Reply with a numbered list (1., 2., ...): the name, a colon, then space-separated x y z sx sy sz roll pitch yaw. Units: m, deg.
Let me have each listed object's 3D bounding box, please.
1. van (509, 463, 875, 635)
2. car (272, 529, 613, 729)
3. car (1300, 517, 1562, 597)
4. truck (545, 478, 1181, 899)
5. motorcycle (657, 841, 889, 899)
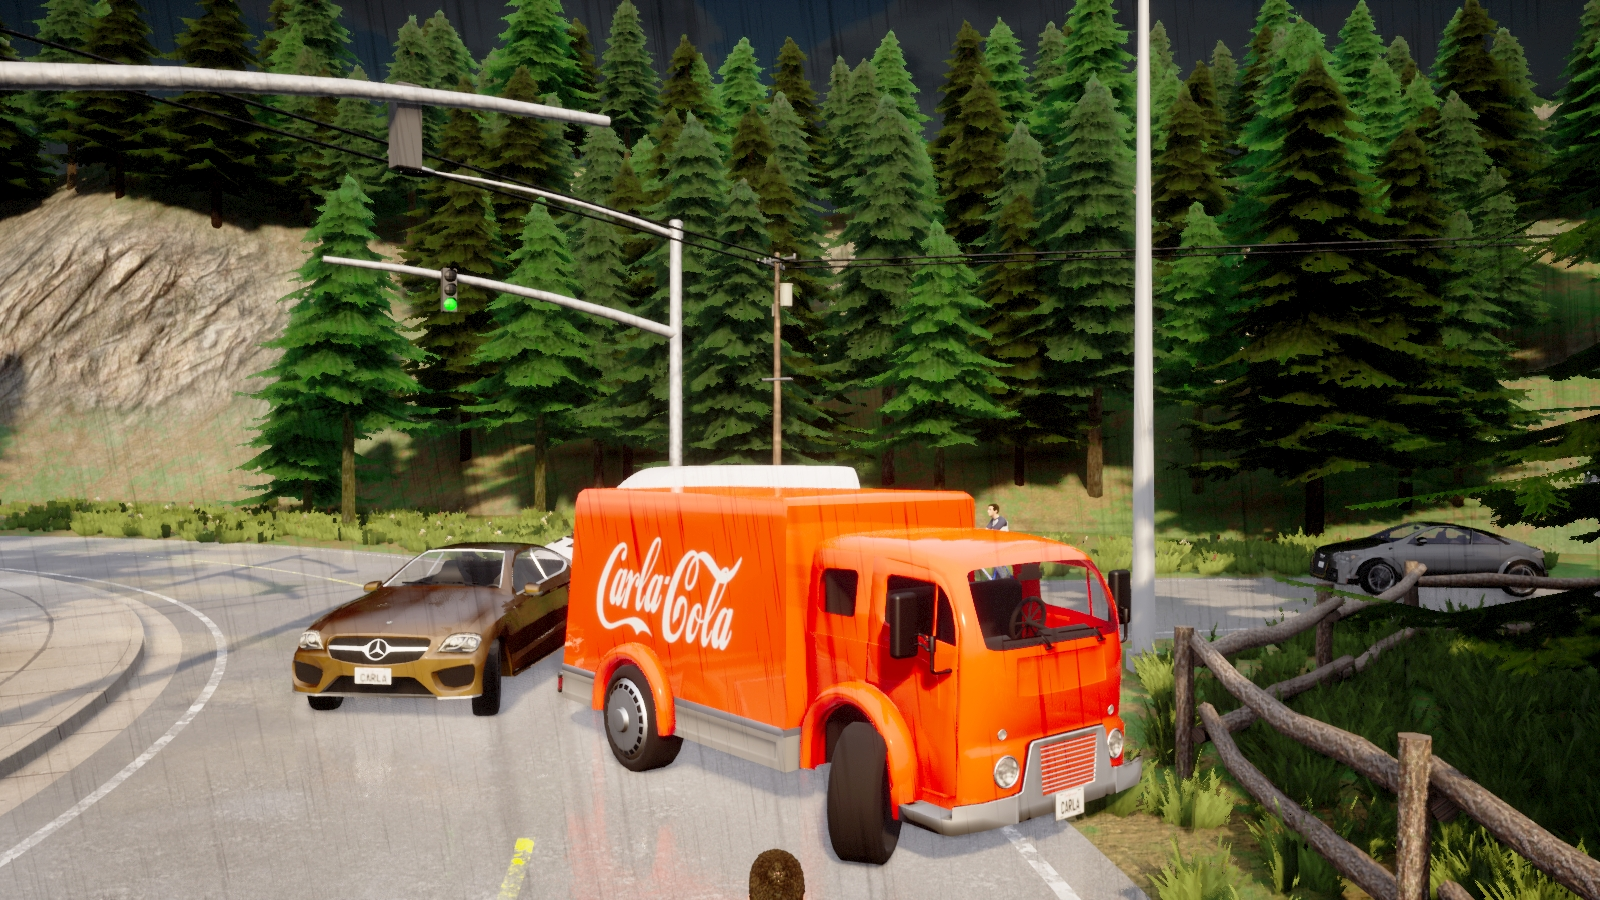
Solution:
1. van: -1.776 1.528 19.549 5.915 2.561 1.988 0 0 -27
2. car: -4.038 1.970 14.038 2.152 1.651 5.027 0 0 6
3. car: 12.589 2.119 23.051 4.181 1.385 1.994 0 0 6
4. truck: 0.202 1.542 9.769 2.627 2.467 5.204 0 0 -39
5. motorcycle: -0.074 2.159 3.526 0.803 1.199 2.033 0 0 -2
